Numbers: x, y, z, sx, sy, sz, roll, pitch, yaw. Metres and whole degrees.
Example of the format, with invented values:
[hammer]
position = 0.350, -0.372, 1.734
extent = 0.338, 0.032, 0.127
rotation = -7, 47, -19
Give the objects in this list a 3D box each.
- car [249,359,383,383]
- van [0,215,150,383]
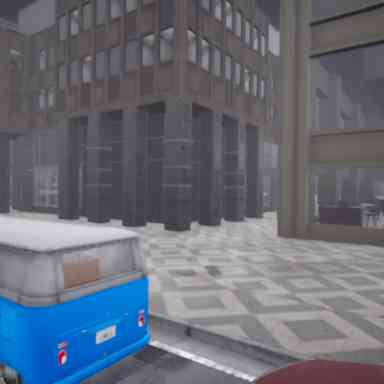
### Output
[car]
position = 2.129, 1.593, 1.447
extent = 4.206, 1.307, 1.802
rotation = 1, 1, 35
[van]
position = -2.443, 1.288, 4.677
extent = 3.998, 1.788, 1.690
rotation = 1, 1, 35
